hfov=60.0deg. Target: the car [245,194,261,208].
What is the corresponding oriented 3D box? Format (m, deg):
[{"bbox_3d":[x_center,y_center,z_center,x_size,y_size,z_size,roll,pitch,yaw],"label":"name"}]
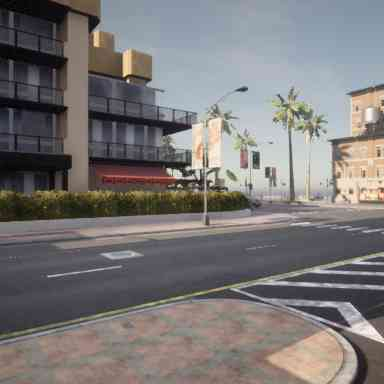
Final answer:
[{"bbox_3d":[7.433,1.221,48.093,2.150,2.045,5.566,0,0,-35],"label":"car"}]
